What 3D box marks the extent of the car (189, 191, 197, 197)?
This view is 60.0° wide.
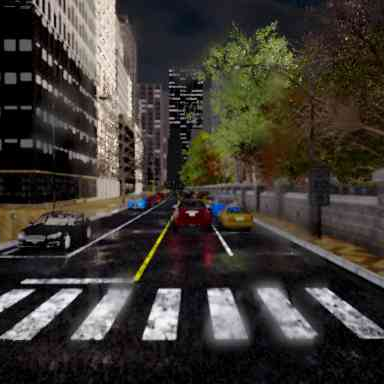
[{"bbox_3d":[0.125,0.560,89.284,1.882,1.535,5.008,0,1,-3],"label":"car"}]

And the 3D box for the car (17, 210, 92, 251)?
[{"bbox_3d":[-5.373,1.448,13.513,2.008,1.369,4.403,0,1,0],"label":"car"}]

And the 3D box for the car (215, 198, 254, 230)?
[{"bbox_3d":[2.454,1.325,19.478,1.752,1.417,4.829,0,1,-1],"label":"car"}]

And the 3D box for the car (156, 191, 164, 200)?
[{"bbox_3d":[-6.360,1.033,57.878,1.802,1.307,4.206,0,1,-2],"label":"car"}]

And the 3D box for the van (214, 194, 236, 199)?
[{"bbox_3d":[2.389,1.088,24.851,1.690,1.788,3.998,0,1,-1],"label":"van"}]

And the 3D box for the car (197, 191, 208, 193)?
[{"bbox_3d":[1.822,0.781,52.573,2.192,1.841,5.009,0,1,-2],"label":"car"}]

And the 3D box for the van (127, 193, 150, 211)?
[{"bbox_3d":[-5.812,1.019,35.691,1.690,1.788,3.998,0,1,-1],"label":"van"}]

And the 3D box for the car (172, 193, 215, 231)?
[{"bbox_3d":[-0.018,1.165,19.349,2.097,1.767,4.553,0,1,-1],"label":"car"}]

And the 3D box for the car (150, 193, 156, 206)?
[{"bbox_3d":[-5.924,1.166,41.238,1.887,1.381,4.507,0,1,-1],"label":"car"}]

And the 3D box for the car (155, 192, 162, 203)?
[{"bbox_3d":[-6.197,1.053,52.330,1.887,1.381,4.507,0,1,-2],"label":"car"}]

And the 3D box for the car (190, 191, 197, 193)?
[{"bbox_3d":[-0.544,1.061,45.230,1.837,1.490,4.892,0,1,-1],"label":"car"}]

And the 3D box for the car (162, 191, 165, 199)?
[{"bbox_3d":[-6.732,0.651,68.963,2.192,1.841,5.009,0,1,-2],"label":"car"}]

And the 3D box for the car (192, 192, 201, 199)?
[{"bbox_3d":[1.074,0.759,74.923,1.752,1.417,4.829,0,1,-2],"label":"car"}]
